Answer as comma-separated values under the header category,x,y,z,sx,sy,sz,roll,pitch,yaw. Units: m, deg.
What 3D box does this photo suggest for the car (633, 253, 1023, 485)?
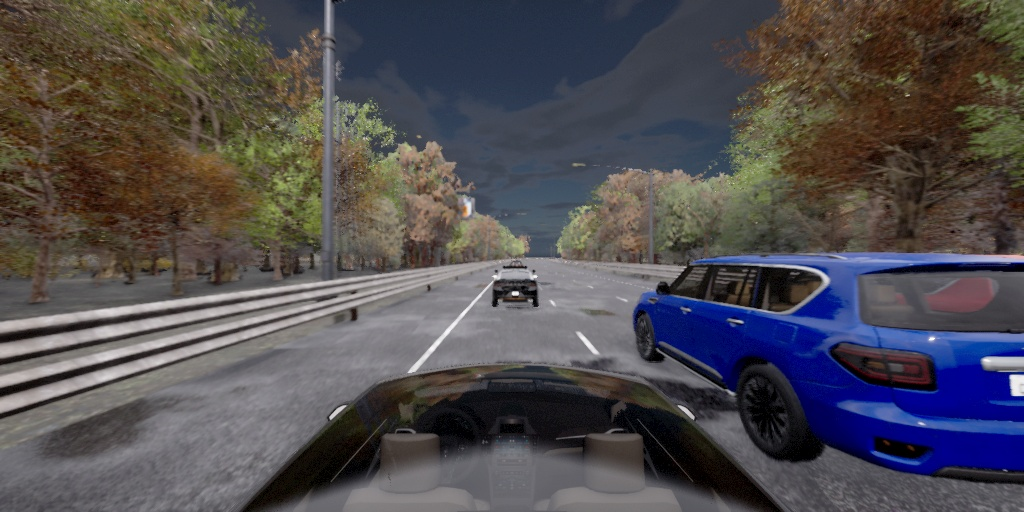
category,x,y,z,sx,sy,sz,roll,pitch,yaw
car,3.595,0.994,5.152,2.150,2.045,5.566,0,0,0

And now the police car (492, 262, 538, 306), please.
category,x,y,z,sx,sy,sz,roll,pitch,yaw
police car,0.145,1.251,16.414,1.930,1.638,5.238,0,0,0
